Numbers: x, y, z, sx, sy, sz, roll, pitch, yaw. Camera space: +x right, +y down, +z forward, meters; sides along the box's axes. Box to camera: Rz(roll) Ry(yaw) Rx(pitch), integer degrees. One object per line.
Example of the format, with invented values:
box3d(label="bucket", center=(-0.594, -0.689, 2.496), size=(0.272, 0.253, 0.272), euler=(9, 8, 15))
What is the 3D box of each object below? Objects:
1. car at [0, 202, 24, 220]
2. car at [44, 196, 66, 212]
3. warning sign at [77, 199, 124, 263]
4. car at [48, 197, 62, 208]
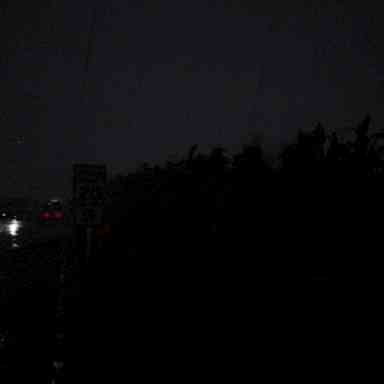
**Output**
box3d(label="car", center=(-14.876, 1.528, 27.001), size=(1.994, 1.385, 4.181), euler=(1, 0, -21))
box3d(label="car", center=(-16.568, 1.529, 39.694), size=(2.128, 1.511, 4.902), euler=(1, 0, -21))
box3d(label="warning sign", center=(-2.885, 1.155, 10.405), size=(1.300, 1.860, 1.060), euler=(1, 0, -21))
box3d(label="car", center=(-20.513, 1.579, 50.045), size=(1.812, 1.442, 4.674), euler=(1, -1, -21))
